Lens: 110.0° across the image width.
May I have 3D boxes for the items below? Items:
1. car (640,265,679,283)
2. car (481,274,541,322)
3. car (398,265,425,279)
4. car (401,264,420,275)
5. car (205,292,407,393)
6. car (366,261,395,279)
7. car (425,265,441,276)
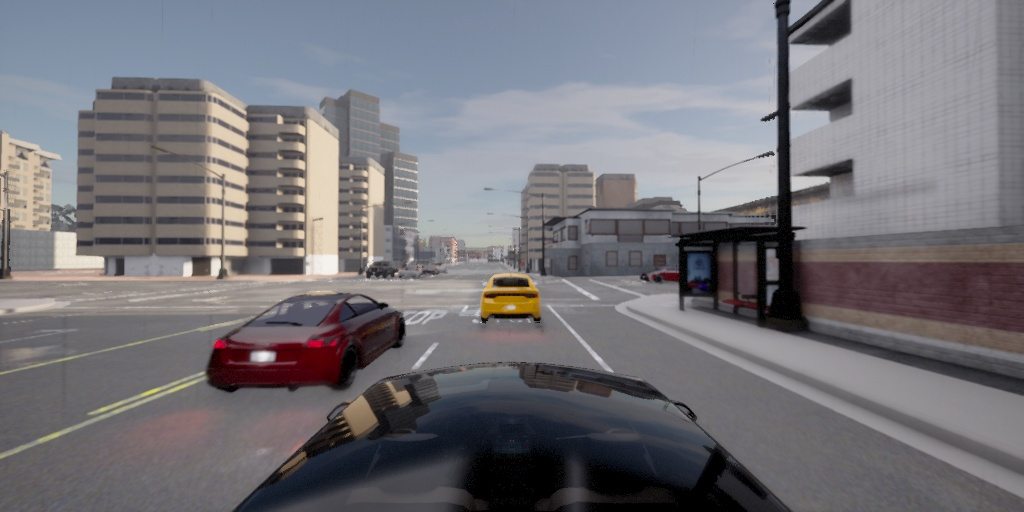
[{"bbox_3d":[12.369,1.419,28.429,4.181,1.385,1.994,-1,-1,-5],"label":"car"},{"bbox_3d":[-0.063,1.372,12.963,1.882,1.535,5.008,0,0,-1],"label":"car"},{"bbox_3d":[-12.115,1.992,42.799,1.895,1.301,4.718,0,-1,-3],"label":"car"},{"bbox_3d":[-16.486,2.233,58.447,2.097,1.767,4.553,0,-2,-3],"label":"car"},{"bbox_3d":[-3.475,1.382,6.952,1.994,1.385,4.181,0,-1,-1],"label":"car"},{"bbox_3d":[-15.632,1.620,42.997,2.150,2.045,5.566,0,-1,-3],"label":"car"},{"bbox_3d":[-12.841,2.135,55.822,2.097,1.767,4.553,0,-2,-3],"label":"car"}]
